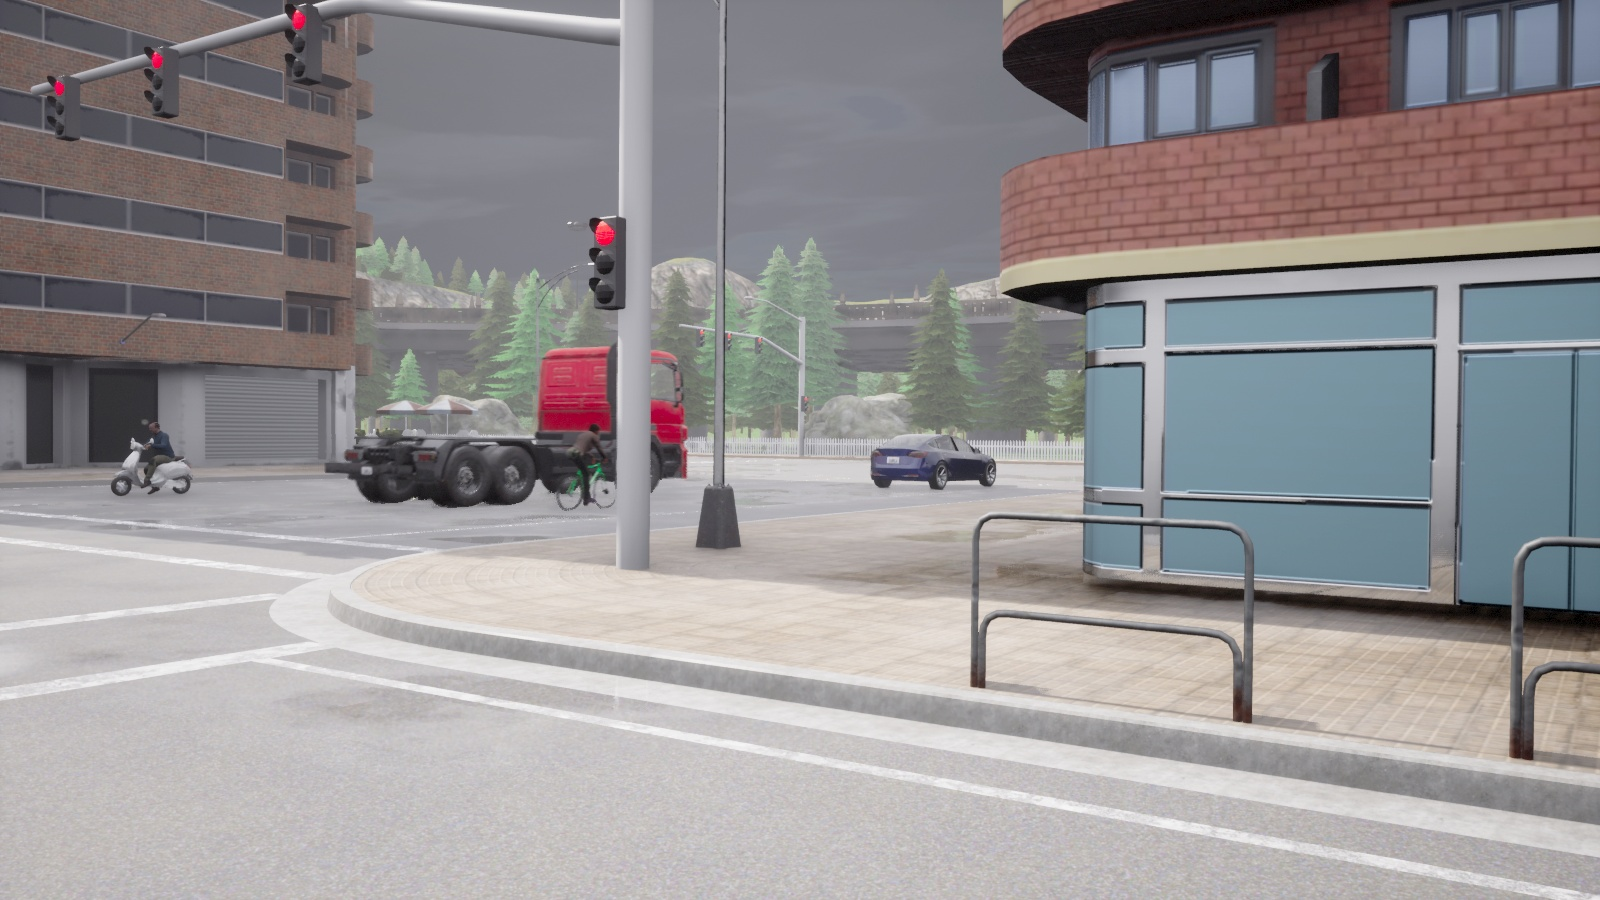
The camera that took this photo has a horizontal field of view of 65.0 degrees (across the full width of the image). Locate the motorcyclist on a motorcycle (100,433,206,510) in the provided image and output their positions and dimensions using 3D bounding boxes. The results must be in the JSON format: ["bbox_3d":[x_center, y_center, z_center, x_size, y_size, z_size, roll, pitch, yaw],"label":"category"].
[{"bbox_3d":[-14.009,0.440,27.231,0.866,1.590,1.817,0,1,34],"label":"motorcyclist on a motorcycle"}]

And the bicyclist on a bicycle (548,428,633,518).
[{"bbox_3d":[-3.897,0.399,23.454,0.582,1.620,1.656,0,1,34],"label":"bicyclist on a bicycle"}]

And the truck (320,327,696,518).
[{"bbox_3d":[-5.855,-0.564,26.817,2.891,3.462,7.936,0,1,34],"label":"truck"}]

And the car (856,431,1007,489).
[{"bbox_3d":[3.731,0.222,34.811,2.163,1.488,4.792,0,1,34],"label":"car"}]
